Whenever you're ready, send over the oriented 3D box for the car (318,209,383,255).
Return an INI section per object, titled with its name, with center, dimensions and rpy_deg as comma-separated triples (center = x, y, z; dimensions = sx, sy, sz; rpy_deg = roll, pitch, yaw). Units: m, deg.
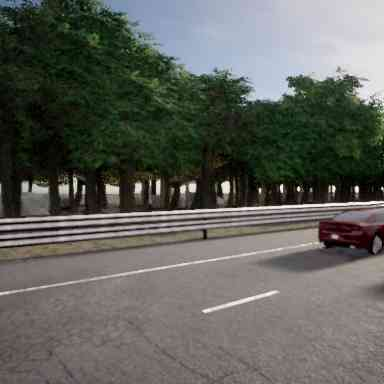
[car]
center = 7.005, 1.396, 13.052
dimensions = 5.008, 1.535, 1.882
rpy_deg = 0, 0, -36
